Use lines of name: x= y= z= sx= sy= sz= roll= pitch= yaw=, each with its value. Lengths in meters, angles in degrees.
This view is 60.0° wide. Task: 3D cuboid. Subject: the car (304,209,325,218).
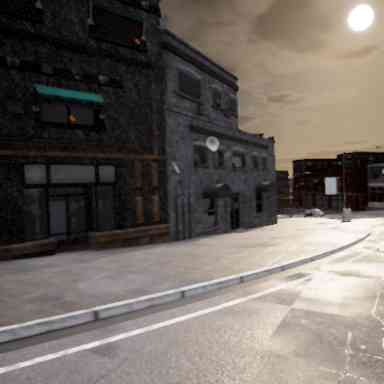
car: x=21.033 y=3.681 z=57.139 sx=2.128 sy=1.511 sz=4.902 roll=-2 pitch=-3 yaw=-7
